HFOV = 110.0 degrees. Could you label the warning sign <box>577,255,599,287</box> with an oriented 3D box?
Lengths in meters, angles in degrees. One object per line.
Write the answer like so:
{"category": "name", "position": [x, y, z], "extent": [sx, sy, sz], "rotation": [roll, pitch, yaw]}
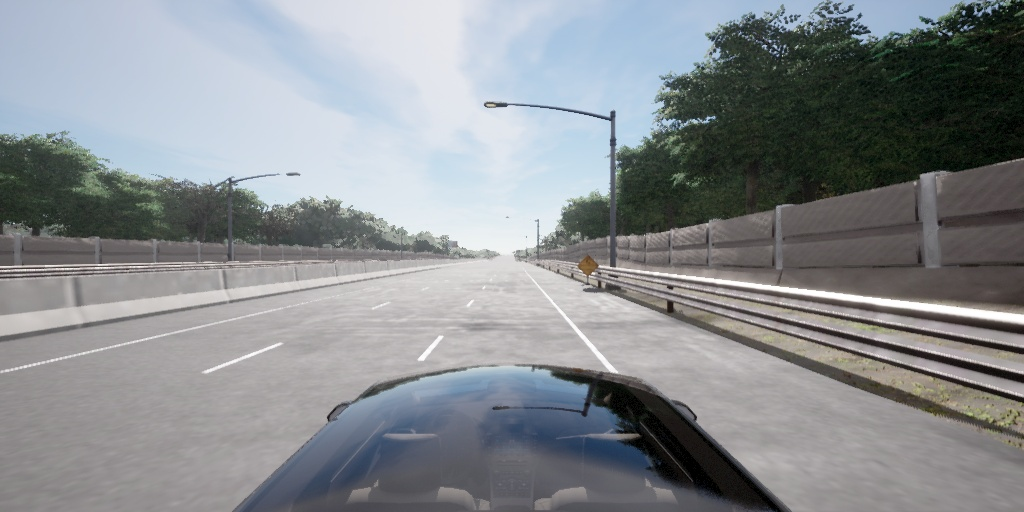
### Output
{"category": "warning sign", "position": [4.550, 0.863, 21.505], "extent": [1.300, 1.860, 1.060], "rotation": [0, 0, 0]}
